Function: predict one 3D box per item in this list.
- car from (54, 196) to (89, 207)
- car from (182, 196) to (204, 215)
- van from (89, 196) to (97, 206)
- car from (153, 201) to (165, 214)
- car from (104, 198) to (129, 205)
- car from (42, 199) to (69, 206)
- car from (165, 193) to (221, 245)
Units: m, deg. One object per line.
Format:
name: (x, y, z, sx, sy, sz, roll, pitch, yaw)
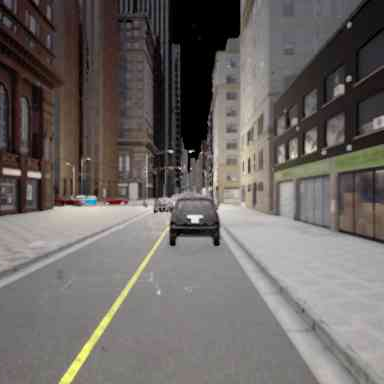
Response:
car: (-19.619, 1.528, 52.952, 5.009, 1.841, 2.192, -1, 0, 0)
car: (0.113, 1.355, 34.394, 2.097, 1.767, 4.553, 0, 0, 0)
van: (-19.596, 1.596, 61.477, 3.998, 1.788, 1.690, -1, 0, 0)
car: (-2.987, 1.605, 35.324, 1.994, 1.385, 4.181, 0, 0, 0)
car: (-13.970, 1.731, 61.458, 4.507, 1.381, 1.887, -1, 0, 0)
car: (-25.217, 1.906, 61.500, 4.206, 1.307, 1.802, -1, 0, 0)
car: (0.109, 1.218, 15.682, 2.150, 2.045, 5.566, 0, 0, 0)
